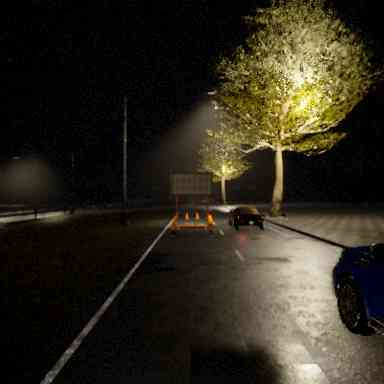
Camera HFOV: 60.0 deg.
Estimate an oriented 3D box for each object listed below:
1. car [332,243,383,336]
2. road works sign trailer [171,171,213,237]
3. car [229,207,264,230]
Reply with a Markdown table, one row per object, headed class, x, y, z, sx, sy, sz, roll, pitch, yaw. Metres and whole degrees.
| class | x | y | z | sx | sy | sz | roll | pitch | yaw |
| --- | --- | --- | --- | --- | --- | --- | --- | --- | --- |
| car | 3.602 | 1.249 | 3.658 | 2.150 | 2.045 | 5.566 | 0 | 0 | 0 |
| road works sign trailer | 0.015 | 0.616 | 19.228 | 2.380 | 3.560 | 2.880 | 0 | 0 | 0 |
| car | 3.619 | 1.715 | 22.589 | 1.812 | 1.442 | 4.674 | 0 | -1 | 0 |
